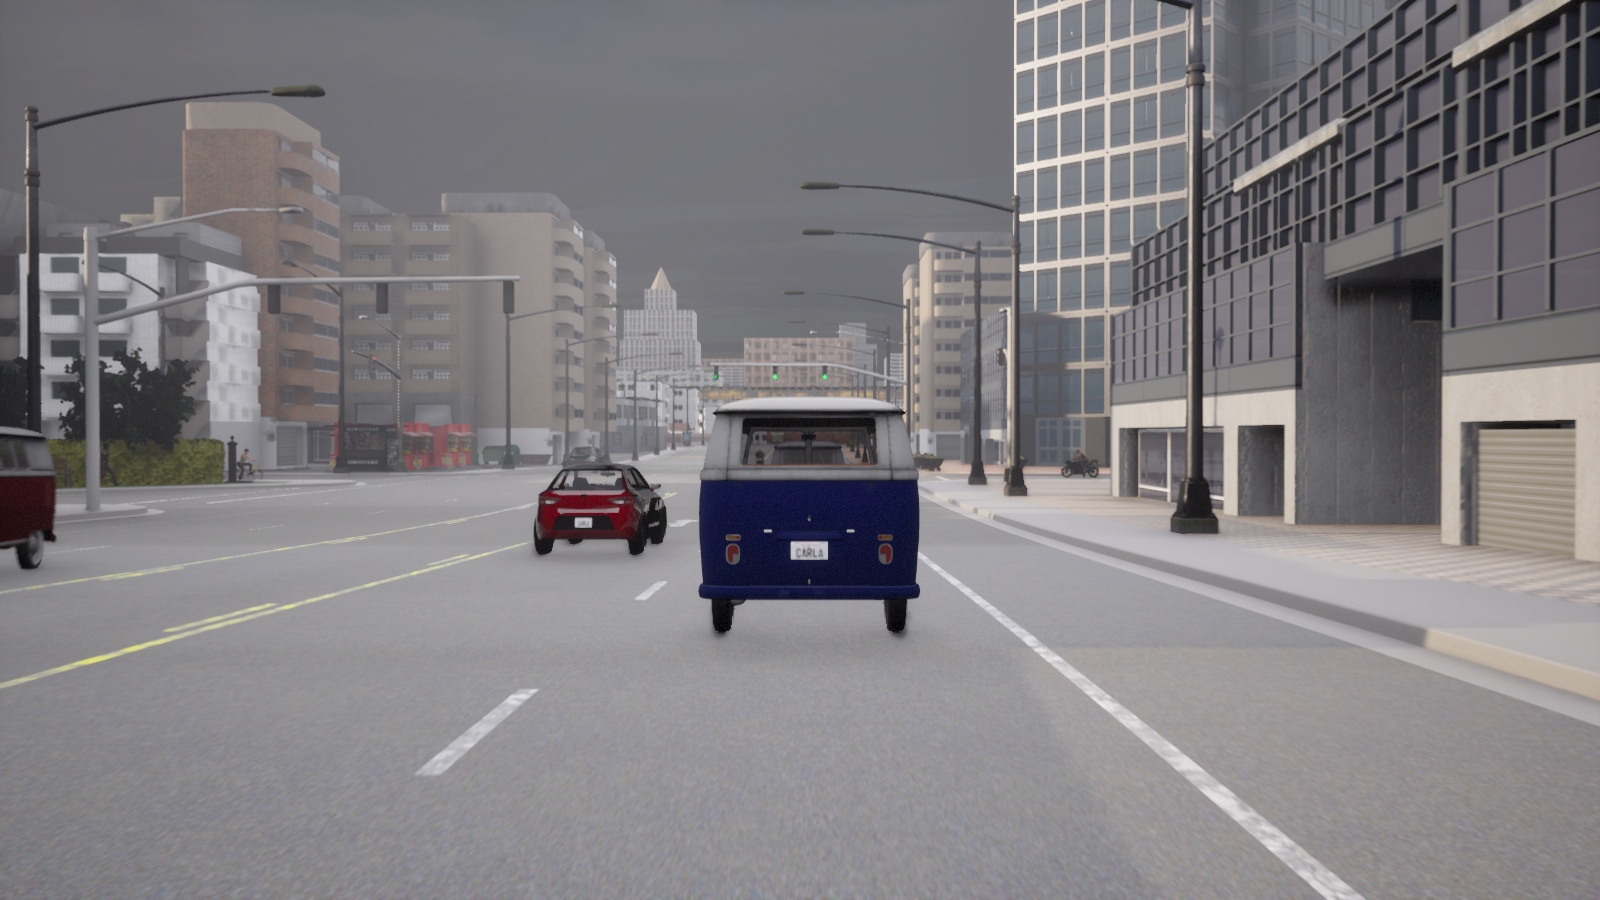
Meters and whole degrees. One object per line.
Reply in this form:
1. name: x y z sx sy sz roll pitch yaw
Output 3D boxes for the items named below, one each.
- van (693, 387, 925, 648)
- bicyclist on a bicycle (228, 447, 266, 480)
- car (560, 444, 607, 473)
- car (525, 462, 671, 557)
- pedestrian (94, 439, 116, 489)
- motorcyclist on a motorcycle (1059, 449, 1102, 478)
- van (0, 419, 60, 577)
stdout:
1. van: 0.083 0.548 11.826 1.775 1.987 4.442 0 -1 0
2. bicyclist on a bicycle: -27.616 0.667 62.740 1.509 1.612 0.866 0 1 1
3. car: -13.535 0.497 78.696 2.097 1.767 4.553 0 0 0
4. car: -3.361 0.954 21.628 1.816 1.474 4.193 0 -1 0
5. pedestrian: -27.461 0.550 49.639 0.692 1.930 0.395 -1 1 -42
6. motorcyclist on a motorcycle: 14.670 0.707 65.661 2.044 1.523 0.797 0 1 1
7. van: -10.885 0.595 15.561 1.775 1.987 4.442 1 -1 -15
